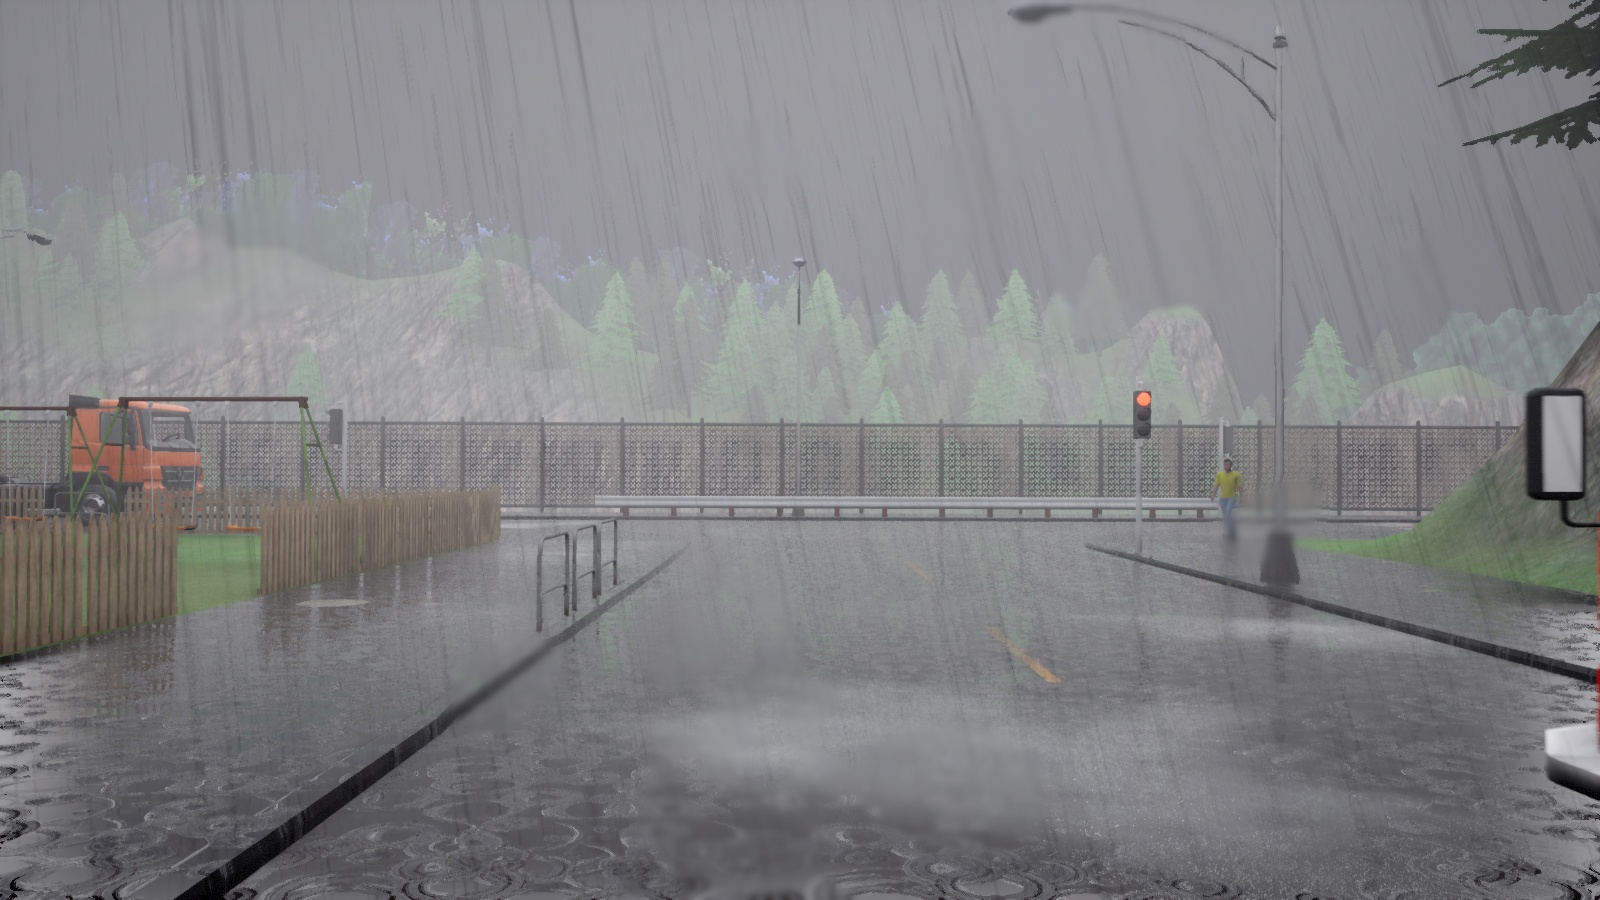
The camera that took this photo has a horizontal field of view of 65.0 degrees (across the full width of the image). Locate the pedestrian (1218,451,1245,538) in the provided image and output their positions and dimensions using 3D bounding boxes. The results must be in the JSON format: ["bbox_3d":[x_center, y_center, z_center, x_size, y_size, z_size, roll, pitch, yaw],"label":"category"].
[{"bbox_3d":[9.164,0.935,26.680,0.354,1.836,0.706,-1,-1,33],"label":"pedestrian"}]

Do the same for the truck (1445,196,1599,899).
[{"bbox_3d":[3.993,0.355,2.572,2.627,2.467,5.204,0,-1,0],"label":"truck"}]

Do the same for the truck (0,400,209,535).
[{"bbox_3d":[-20.482,0.478,33.609,7.936,3.462,2.891,0,-1,0],"label":"truck"}]
